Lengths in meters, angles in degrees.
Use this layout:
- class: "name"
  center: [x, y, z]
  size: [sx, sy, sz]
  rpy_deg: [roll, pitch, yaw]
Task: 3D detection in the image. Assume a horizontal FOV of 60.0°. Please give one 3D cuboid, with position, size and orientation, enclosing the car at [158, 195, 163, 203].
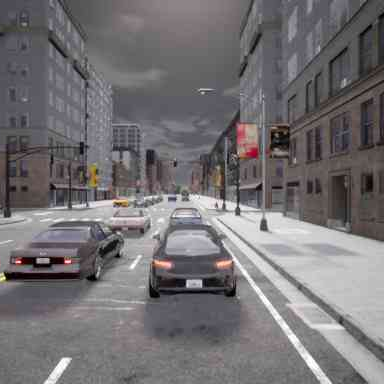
- class: "car"
  center: [-7.861, 1.575, 69.262]
  size: [2.128, 1.511, 4.902]
  rpy_deg: [0, 0, -1]

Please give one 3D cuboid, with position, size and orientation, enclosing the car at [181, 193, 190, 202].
- class: "car"
  center: [-1.590, 1.647, 80.813]
  size: [1.895, 1.301, 4.718]
  rpy_deg: [0, 0, -1]

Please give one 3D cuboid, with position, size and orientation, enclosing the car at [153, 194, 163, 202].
- class: "car"
  center: [-8.066, 1.396, 79.493]
  size: [2.097, 1.767, 4.553]
  rpy_deg: [0, 0, -1]

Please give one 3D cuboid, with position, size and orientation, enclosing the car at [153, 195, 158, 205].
- class: "car"
  center: [-7.736, 1.536, 59.392]
  size: [2.128, 1.511, 4.902]
  rpy_deg: [0, 0, -1]

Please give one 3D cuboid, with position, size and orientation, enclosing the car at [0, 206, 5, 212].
- class: "car"
  center: [-21.812, 1.548, 33.434]
  size: [5.357, 1.411, 2.033]
  rpy_deg: [0, 0, 0]

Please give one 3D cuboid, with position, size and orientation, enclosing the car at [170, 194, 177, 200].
- class: "car"
  center: [-5.040, 1.427, 90.719]
  size: [1.837, 1.490, 4.892]
  rpy_deg: [0, 0, -1]

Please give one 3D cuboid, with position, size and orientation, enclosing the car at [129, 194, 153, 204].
- class: "car"
  center: [-7.567, 1.529, 50.039]
  size: [2.128, 1.511, 4.902]
  rpy_deg: [0, 0, -1]

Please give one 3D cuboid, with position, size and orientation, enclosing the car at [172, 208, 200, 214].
- class: "car"
  center: [-0.330, 1.558, 18.032]
  size: [2.033, 1.411, 5.357]
  rpy_deg: [0, 0, -1]

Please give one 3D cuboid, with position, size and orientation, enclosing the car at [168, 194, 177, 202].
- class: "car"
  center: [-4.831, 1.528, 80.302]
  size: [1.882, 1.535, 5.008]
  rpy_deg: [0, 0, -1]

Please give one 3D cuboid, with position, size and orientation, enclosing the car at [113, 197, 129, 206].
- class: "car"
  center: [-10.849, 1.517, 51.512]
  size: [1.882, 1.535, 5.008]
  rpy_deg: [0, 0, -1]

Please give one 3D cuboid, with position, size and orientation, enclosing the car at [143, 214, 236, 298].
- class: "car"
  center: [-0.037, 1.530, 8.445]
  size: [1.812, 1.442, 4.674]
  rpy_deg: [0, 0, -2]

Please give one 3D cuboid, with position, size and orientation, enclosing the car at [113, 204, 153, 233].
- class: "car"
  center: [-3.509, 1.613, 19.449]
  size: [1.895, 1.301, 4.718]
  rpy_deg: [0, 0, -1]

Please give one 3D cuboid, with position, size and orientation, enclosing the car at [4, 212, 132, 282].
- class: "car"
  center: [-3.312, 1.553, 9.783]
  size: [2.033, 1.411, 5.357]
  rpy_deg: [0, 0, -1]

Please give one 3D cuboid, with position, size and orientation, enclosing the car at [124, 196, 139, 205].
- class: "car"
  center: [-10.999, 1.571, 60.734]
  size: [1.812, 1.442, 4.674]
  rpy_deg: [0, 0, -1]
